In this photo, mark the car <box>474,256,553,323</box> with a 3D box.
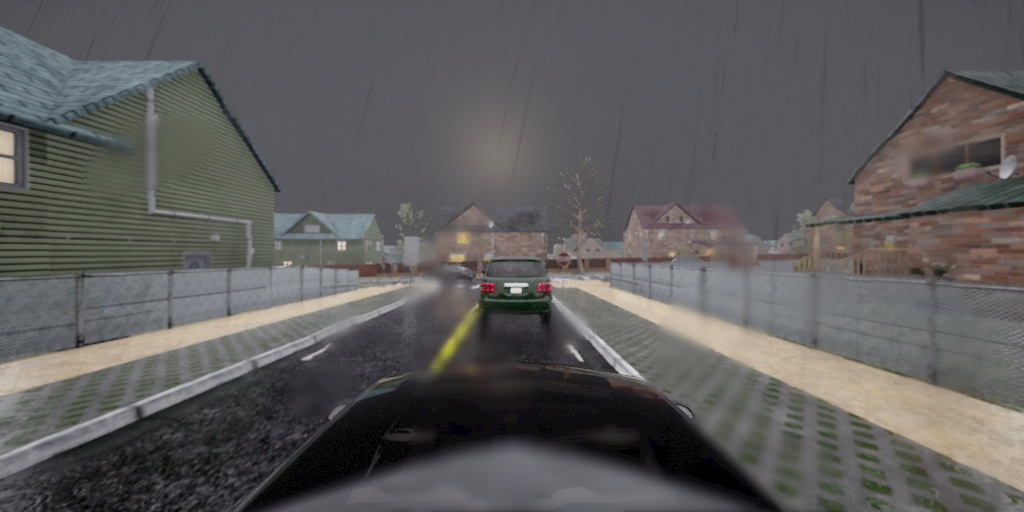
[{"bbox_3d":[0.113,1.023,12.390,2.150,2.045,5.566,0,0,0],"label":"car"}]

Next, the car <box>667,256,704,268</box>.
[{"bbox_3d":[14.690,0.836,31.674,4.553,1.767,2.097,-1,1,0],"label":"car"}]

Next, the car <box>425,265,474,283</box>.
[{"bbox_3d":[-5.303,1.493,30.662,4.674,1.442,1.812,-1,0,31],"label":"car"}]
